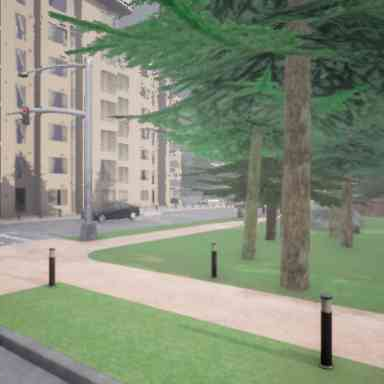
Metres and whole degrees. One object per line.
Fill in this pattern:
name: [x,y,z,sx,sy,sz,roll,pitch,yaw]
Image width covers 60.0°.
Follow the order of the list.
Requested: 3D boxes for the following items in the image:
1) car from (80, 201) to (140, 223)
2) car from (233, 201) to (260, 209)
car: [-6.304,1.509,26.004,1.882,1.535,5.008,0,0,37]
car: [7.613,1.578,44.568,2.033,1.411,5.357,0,0,37]
